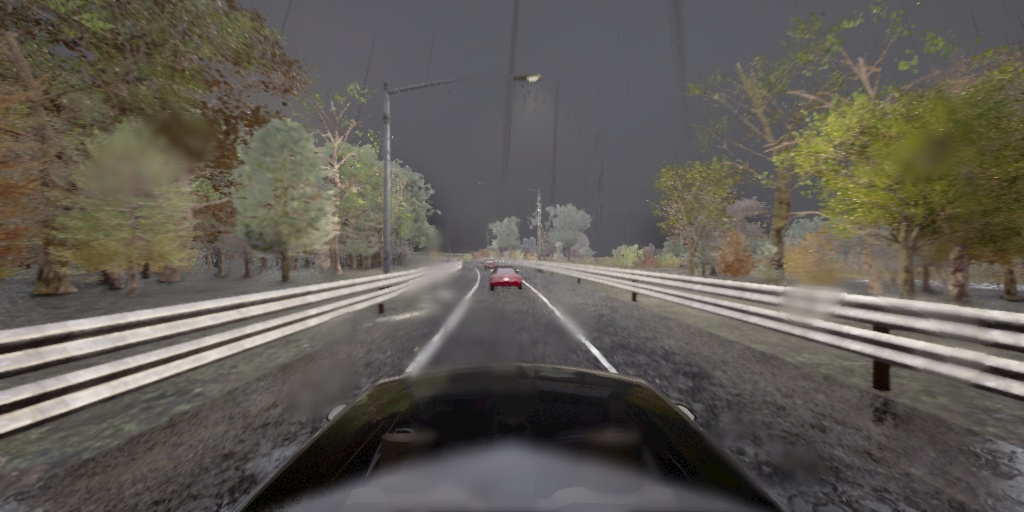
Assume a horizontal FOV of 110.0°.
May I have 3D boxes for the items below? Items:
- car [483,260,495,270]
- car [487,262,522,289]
[{"bbox_3d":[-3.263,1.264,52.291,1.812,1.442,4.674,0,0,-8],"label":"car"},{"bbox_3d":[-0.455,1.319,22.996,1.994,1.385,4.181,0,0,-3],"label":"car"}]
